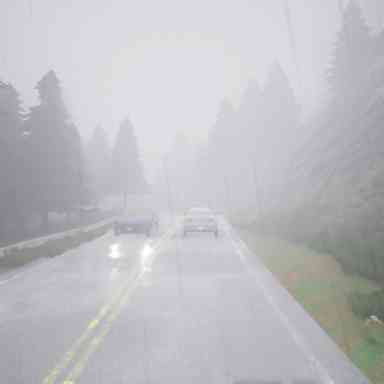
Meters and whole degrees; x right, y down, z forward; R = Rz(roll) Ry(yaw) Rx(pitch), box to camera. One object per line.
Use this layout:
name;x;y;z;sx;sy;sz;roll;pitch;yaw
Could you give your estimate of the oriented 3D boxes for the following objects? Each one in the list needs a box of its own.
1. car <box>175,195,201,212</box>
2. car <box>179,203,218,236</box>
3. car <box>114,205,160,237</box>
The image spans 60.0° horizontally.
car;-0.466;1.393;39.080;2.150;2.045;5.566;2;-2;-13
car;0.476;1.560;18.619;1.812;1.442;4.674;0;0;2
car;-2.962;1.518;18.579;1.882;1.535;5.008;0;0;1
